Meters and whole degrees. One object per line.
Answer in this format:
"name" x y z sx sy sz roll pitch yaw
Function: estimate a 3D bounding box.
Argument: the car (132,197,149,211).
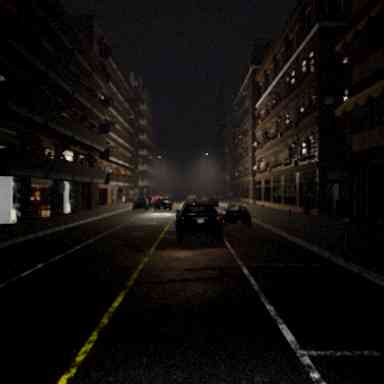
"car" -5.720 1.374 38.022 2.008 1.369 4.403 0 0 0

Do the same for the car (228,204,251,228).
"car" 2.675 1.454 21.117 2.008 1.369 4.403 0 0 0

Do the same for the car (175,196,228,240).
"car" 0.260 1.275 16.614 2.097 1.767 4.553 0 0 -3

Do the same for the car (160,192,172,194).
"car" -5.741 1.006 66.203 2.192 1.841 5.009 0 0 0

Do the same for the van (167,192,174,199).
"van" -5.759 0.927 88.748 1.690 1.788 3.998 0 0 0

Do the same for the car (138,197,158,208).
"car" -5.724 1.348 43.659 2.008 1.369 4.403 0 0 0

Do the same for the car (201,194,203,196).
"car" 2.652 1.337 49.298 1.947 1.339 4.313 0 0 0

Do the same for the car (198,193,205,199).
"car" 2.620 1.110 88.922 1.752 1.417 4.829 0 0 0

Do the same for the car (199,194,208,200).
"car" 2.630 1.221 77.479 1.802 1.307 4.206 0 0 0

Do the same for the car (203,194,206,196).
"car" 2.657 1.322 43.831 1.752 1.417 4.829 0 0 0

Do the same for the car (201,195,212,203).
"car" 2.643 1.300 60.570 1.802 1.307 4.206 0 0 0

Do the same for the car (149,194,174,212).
"car" -3.124 1.321 36.782 2.128 1.511 4.902 0 0 0
